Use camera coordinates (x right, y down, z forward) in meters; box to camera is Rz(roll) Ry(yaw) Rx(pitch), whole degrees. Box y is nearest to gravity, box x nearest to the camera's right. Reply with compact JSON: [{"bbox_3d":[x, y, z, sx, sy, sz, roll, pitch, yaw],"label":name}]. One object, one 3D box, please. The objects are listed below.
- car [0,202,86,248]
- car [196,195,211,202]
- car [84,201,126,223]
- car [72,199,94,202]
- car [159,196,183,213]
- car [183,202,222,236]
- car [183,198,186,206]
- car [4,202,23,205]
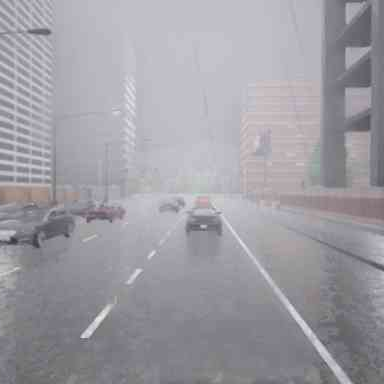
[{"bbox_3d":[-6.678,1.411,14.464,2.128,1.511,4.902,0,0,2],"label":"car"},{"bbox_3d":[1.528,1.253,44.626,2.097,1.767,4.553,0,0,2],"label":"car"},{"bbox_3d":[-6.323,1.497,24.756,1.895,1.301,4.718,0,0,2],"label":"car"},{"bbox_3d":[-9.661,1.368,29.086,1.837,1.490,4.892,0,0,2],"label":"car"},{"bbox_3d":[-2.294,1.425,34.821,1.812,1.442,4.674,0,0,2],"label":"car"},{"bbox_3d":[0.648,1.485,18.206,1.812,1.442,4.674,0,0,2],"label":"car"},{"bbox_3d":[-1.907,1.379,46.683,1.837,1.490,4.892,0,1,2],"label":"car"},{"bbox_3d":[-10.026,1.390,18.953,1.837,1.490,4.892,0,0,2],"label":"car"}]
